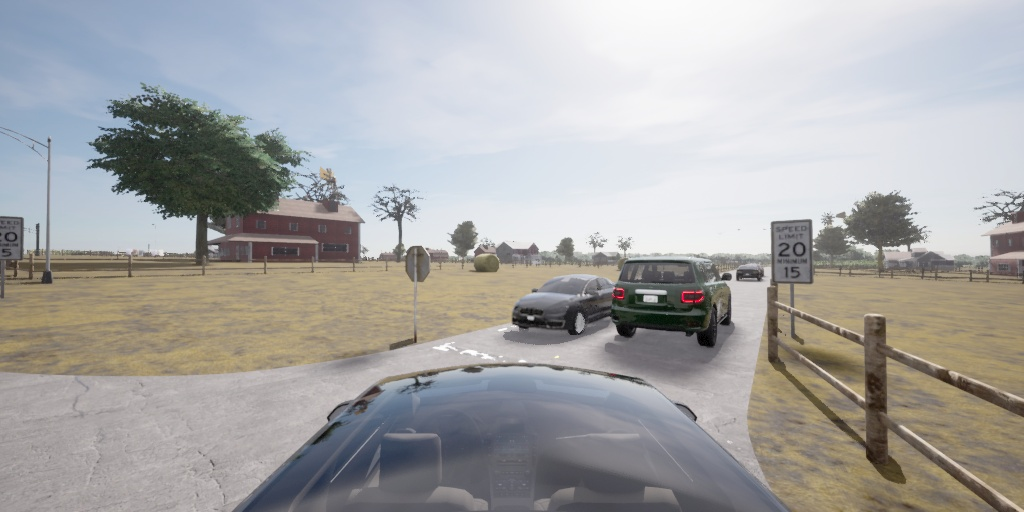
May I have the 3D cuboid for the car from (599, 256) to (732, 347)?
[{"bbox_3d":[4.593,1.043,9.920,2.150,2.045,5.566,-1,-1,36],"label":"car"}]

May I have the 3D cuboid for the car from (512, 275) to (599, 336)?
[{"bbox_3d":[1.909,1.363,11.077,1.837,1.490,4.892,-1,-1,36],"label":"car"}]

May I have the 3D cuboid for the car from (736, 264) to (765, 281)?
[{"bbox_3d":[23.036,1.567,34.813,1.882,1.535,5.008,-1,-1,37],"label":"car"}]
